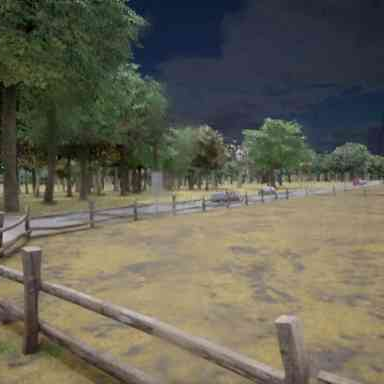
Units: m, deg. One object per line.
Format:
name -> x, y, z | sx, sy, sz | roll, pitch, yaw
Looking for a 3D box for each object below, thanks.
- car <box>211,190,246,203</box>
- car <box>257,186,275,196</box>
car -> 4.185, 0.498, 37.432 | 2.033, 1.411, 5.357 | 0, 2, 36
car -> 12.441, -0.180, 54.787 | 1.812, 1.442, 4.674 | 0, 2, 36
